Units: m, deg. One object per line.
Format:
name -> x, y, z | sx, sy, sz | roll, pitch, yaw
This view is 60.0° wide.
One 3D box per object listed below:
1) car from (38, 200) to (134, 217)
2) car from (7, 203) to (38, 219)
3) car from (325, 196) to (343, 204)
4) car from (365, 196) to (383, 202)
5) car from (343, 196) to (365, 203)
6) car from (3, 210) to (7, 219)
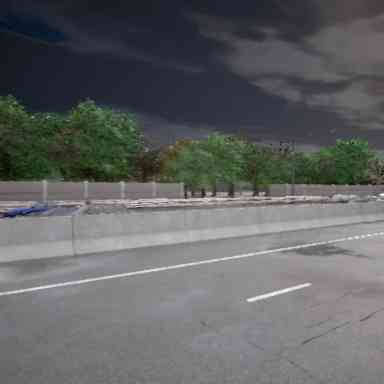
car -> -5.245, 1.345, 17.447 | 4.553, 1.767, 2.097 | 0, 0, -36
car -> -7.762, 1.544, 19.951 | 5.357, 1.411, 2.033 | 0, 0, -36
car -> 21.972, 1.298, 49.926 | 4.674, 1.442, 1.812 | -1, 0, -35
car -> 25.180, 1.280, 43.631 | 4.892, 1.490, 1.837 | 0, 0, -36
car -> 24.056, 1.262, 47.134 | 4.902, 1.511, 2.128 | 0, 0, -35
car -> -11.726, 1.477, 25.720 | 5.008, 1.535, 1.882 | 0, 0, -35
